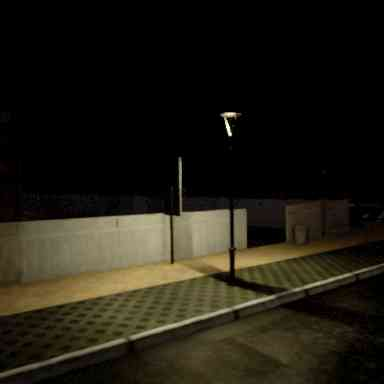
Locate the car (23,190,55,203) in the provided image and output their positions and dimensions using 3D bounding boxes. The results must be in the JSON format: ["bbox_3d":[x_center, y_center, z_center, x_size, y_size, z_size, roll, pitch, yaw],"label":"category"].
[{"bbox_3d":[-19.361,0.805,40.356,4.718,1.301,1.895,1,1,30],"label":"car"}]

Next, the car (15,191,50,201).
[{"bbox_3d":[-24.244,0.532,50.453,5.357,1.411,2.033,1,1,28],"label":"car"}]

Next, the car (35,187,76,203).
[{"bbox_3d":[-18.305,0.357,43.488,5.566,2.045,2.150,0,1,30],"label":"car"}]

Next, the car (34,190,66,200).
[{"bbox_3d":[-22.723,0.413,53.324,4.902,1.511,2.128,1,1,28],"label":"car"}]

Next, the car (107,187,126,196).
[{"bbox_3d":[-11.971,0.256,47.464,5.566,2.045,2.150,0,1,30],"label":"car"}]

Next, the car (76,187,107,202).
[{"bbox_3d":[-14.356,0.450,45.087,4.553,1.767,2.097,1,2,30],"label":"car"}]
